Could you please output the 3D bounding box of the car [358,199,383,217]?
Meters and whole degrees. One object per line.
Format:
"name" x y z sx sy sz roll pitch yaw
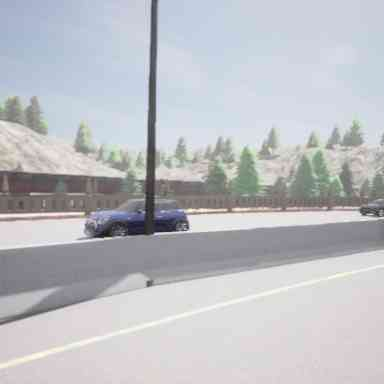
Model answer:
"car" 16.925 1.362 29.273 4.892 1.490 1.837 1 0 -22

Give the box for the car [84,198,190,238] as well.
"car" -2.379 1.097 14.858 4.553 1.767 2.097 0 1 -34
